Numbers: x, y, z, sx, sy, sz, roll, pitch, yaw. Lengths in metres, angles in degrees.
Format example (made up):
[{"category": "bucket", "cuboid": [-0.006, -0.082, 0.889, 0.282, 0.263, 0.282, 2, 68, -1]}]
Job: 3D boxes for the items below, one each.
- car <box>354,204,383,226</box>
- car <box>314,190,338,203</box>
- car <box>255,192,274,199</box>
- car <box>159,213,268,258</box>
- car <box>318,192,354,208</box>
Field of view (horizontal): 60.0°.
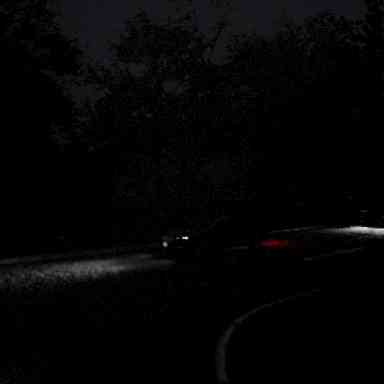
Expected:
[{"category": "car", "cuboid": [13.194, 1.591, 22.698, 4.181, 1.385, 1.994, -1, -1, -40]}, {"category": "car", "cuboid": [18.602, 0.816, 43.217, 2.150, 2.045, 5.566, 1, 1, -34]}, {"category": "car", "cuboid": [11.536, 0.711, 52.833, 2.128, 1.511, 4.902, 1, 1, -36]}, {"category": "car", "cuboid": [0.982, 1.607, 13.418, 4.902, 1.511, 2.128, 0, -1, -37]}, {"category": "car", "cuboid": [17.542, 1.173, 38.703, 1.812, 1.442, 4.674, 1, 1, -31]}]
